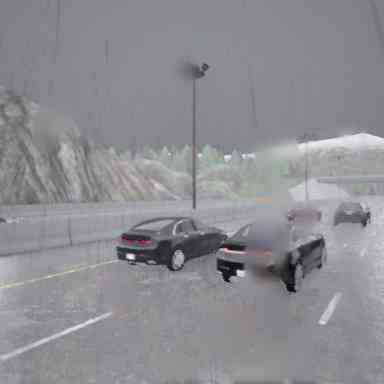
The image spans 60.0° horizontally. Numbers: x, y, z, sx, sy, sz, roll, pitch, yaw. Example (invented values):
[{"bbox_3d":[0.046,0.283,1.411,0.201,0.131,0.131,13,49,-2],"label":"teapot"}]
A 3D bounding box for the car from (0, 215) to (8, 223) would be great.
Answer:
[{"bbox_3d":[-10.788,1.466,14.854,2.097,1.767,4.553,0,0,32],"label":"car"}]

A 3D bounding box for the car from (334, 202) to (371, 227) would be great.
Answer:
[{"bbox_3d":[11.996,1.523,24.767,2.097,1.767,4.553,0,0,32],"label":"car"}]

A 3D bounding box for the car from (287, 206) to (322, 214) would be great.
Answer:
[{"bbox_3d":[9.064,1.786,26.673,1.895,1.301,4.718,0,0,32],"label":"car"}]

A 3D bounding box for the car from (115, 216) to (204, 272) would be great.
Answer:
[{"bbox_3d":[-0.426,1.585,11.305,1.837,1.490,4.892,0,-1,32],"label":"car"}]

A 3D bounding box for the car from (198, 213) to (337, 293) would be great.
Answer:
[{"bbox_3d":[2.392,1.557,9.208,2.128,1.511,4.902,0,0,32],"label":"car"}]
